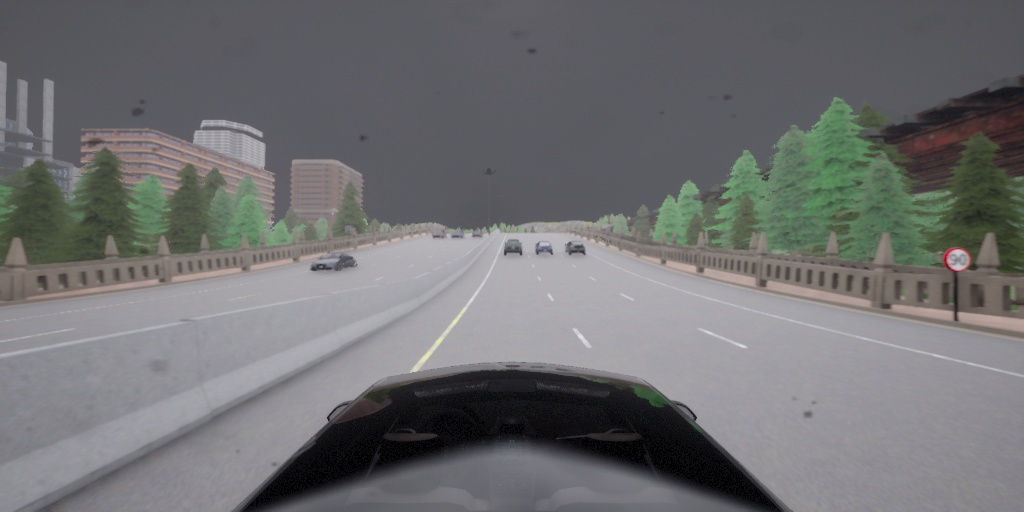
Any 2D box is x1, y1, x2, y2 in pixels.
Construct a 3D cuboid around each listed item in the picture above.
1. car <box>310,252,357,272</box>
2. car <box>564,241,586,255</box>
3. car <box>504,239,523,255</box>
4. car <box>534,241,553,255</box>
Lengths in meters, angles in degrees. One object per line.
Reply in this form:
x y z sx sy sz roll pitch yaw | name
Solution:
-13.990 0.434 28.272 1.994 1.385 4.181 0 5 1 | car
7.151 -0.973 40.812 1.837 1.490 4.892 0 7 1 | car
0.156 -1.152 41.057 2.097 1.767 4.553 0 6 1 | car
3.659 -1.003 41.271 1.812 1.442 4.674 0 7 1 | car
